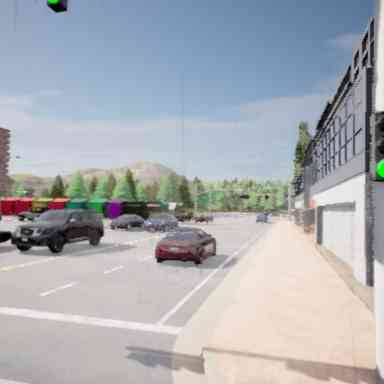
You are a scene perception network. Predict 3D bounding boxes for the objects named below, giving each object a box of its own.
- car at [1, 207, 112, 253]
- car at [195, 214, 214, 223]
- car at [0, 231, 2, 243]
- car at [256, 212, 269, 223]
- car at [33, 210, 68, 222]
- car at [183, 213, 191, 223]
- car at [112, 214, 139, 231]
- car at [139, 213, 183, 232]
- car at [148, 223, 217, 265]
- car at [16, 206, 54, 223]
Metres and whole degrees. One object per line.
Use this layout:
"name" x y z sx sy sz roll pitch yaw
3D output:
"car" -6.778 1.936 17.613 2.150 2.045 5.566 1 -3 16
"car" 1.768 3.779 47.363 1.895 1.301 4.718 1 -3 16
"car" -10.985 2.111 15.512 1.895 1.301 4.718 1 -3 15
"car" 12.715 4.822 60.253 2.033 1.411 5.357 1 -3 16
"car" -18.467 3.091 43.449 3.806 1.475 1.970 1 -3 14
"car" -1.598 3.745 48.323 1.895 1.301 4.718 1 -3 16
"car" -6.237 2.955 32.371 1.837 1.490 4.892 1 -3 16
"car" -2.844 2.843 31.496 2.097 1.767 4.553 1 -3 16
"car" -0.144 2.310 14.959 1.994 1.385 4.181 1 -3 15
"car" -19.192 2.698 40.664 3.866 1.878 1.905 1 -3 14
